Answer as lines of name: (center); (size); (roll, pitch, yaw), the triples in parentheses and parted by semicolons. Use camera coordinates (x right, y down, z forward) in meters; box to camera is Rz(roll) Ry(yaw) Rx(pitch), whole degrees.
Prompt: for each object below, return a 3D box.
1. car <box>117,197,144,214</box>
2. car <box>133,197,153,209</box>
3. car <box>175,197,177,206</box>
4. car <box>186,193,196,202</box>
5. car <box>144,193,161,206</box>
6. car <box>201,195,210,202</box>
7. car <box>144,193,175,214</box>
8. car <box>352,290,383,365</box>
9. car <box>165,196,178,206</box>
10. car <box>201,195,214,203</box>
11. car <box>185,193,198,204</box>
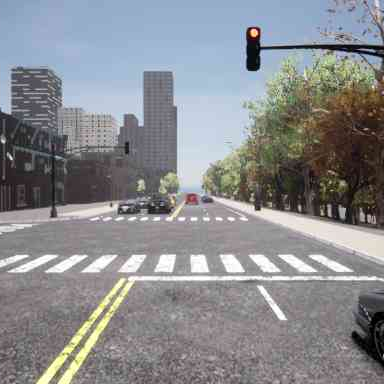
car: (-6.662, 1.478, 35.566); (2.128, 1.511, 4.902); (0, 0, 0)
car: (-6.676, 1.472, 45.967); (2.128, 1.511, 4.902); (0, 0, 0)
car: (-3.427, 1.459, 45.890); (1.882, 1.535, 5.008); (0, 0, 0)
car: (-0.150, 1.189, 75.712); (2.150, 2.045, 5.566); (0, 0, 0)
car: (-6.695, 1.197, 56.655); (2.150, 2.045, 5.566); (0, 0, 1)
car: (3.101, 1.442, 75.901); (1.882, 1.535, 5.008); (0, 0, 0)
car: (-3.422, 1.208, 35.892); (2.150, 2.045, 5.566); (0, 0, 1)
car: (3.345, 1.547, 2.555); (2.033, 1.411, 5.357); (0, 0, 0)
car: (-3.445, 1.481, 55.768); (1.837, 1.490, 4.892); (0, 0, 0)
car: (3.222, 1.534, 65.873); (1.994, 1.385, 4.181); (0, 0, 0)
car: (-0.028, 1.195, 60.769); (2.150, 2.045, 5.566); (0, 0, 0)
